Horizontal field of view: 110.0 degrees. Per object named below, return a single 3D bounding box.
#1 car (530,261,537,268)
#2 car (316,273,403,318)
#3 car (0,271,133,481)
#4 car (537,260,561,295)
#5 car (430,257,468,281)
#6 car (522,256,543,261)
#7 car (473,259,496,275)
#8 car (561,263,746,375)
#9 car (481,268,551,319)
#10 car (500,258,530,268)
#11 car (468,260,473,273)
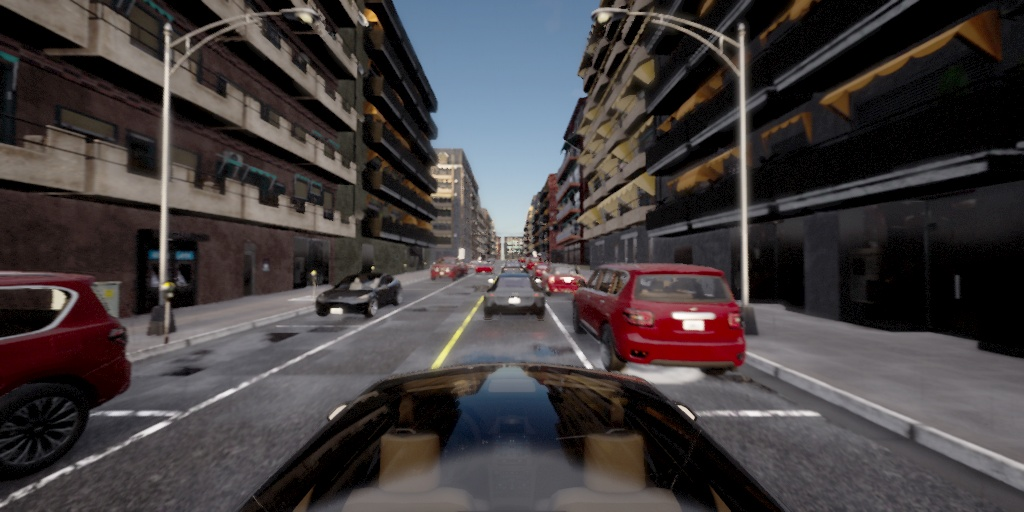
[{"bbox_3d":[2.542,1.277,29.563,1.802,1.307,4.207,0,0,0],"label":"car"},{"bbox_3d":[-5.311,1.288,13.032,1.948,1.339,4.313,0,0,0],"label":"car"},{"bbox_3d":[-5.314,1.064,1.970,2.192,1.841,5.009,0,0,0],"label":"car"},{"bbox_3d":[2.539,1.151,18.501,1.967,1.591,4.097,0,0,0],"label":"car"},{"bbox_3d":[-5.306,1.010,29.621,2.192,1.841,5.009,0,0,0],"label":"car"},{"bbox_3d":[2.545,1.002,40.626,2.192,1.841,5.009,0,0,0],"label":"car"},{"bbox_3d":[-2.837,1.289,38.049,1.895,1.301,4.718,0,0,0],"label":"car"},{"bbox_3d":[2.536,1.049,7.438,2.192,1.841,5.009,0,0,0],"label":"car"},{"bbox_3d":[0.083,1.287,12.638,1.994,1.385,4.181,0,0,0],"label":"car"},{"bbox_3d":[0.091,1.188,28.994,2.128,1.511,4.902,0,0,0],"label":"car"},{"bbox_3d":[-5.305,1.235,35.152,1.888,1.381,4.507,0,0,0],"label":"car"}]
